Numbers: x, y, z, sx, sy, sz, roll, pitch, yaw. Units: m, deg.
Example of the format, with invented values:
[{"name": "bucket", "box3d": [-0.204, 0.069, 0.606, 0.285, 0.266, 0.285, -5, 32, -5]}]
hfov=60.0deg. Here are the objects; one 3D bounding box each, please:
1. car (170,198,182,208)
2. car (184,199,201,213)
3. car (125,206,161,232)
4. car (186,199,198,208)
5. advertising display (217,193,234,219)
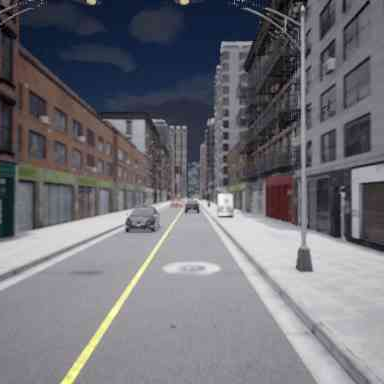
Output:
[{"name": "car", "box3d": [-3.023, 1.996, 62.817, 2.097, 1.767, 4.553, 0, -1, 1]}, {"name": "car", "box3d": [0.043, 1.952, 44.466, 1.837, 1.490, 4.892, 0, -1, 1]}, {"name": "car", "box3d": [-3.096, 1.708, 21.618, 1.837, 1.490, 4.892, 0, -1, 0]}, {"name": "car", "box3d": [0.039, 2.107, 60.525, 2.128, 1.511, 4.902, 0, -1, 1]}, {"name": "advertising display", "box3d": [3.134, 1.326, 31.151, 1.540, 2.440, 0.280, 0, -1, 0]}]
